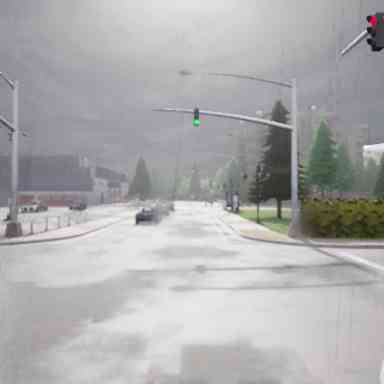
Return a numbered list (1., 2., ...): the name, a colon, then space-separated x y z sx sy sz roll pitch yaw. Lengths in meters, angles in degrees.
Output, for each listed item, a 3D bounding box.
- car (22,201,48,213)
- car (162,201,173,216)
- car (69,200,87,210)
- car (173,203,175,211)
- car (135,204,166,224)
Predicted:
1. car: -20.518 1.945 43.602 1.970 1.475 3.806 0 -1 0
2. car: -3.600 2.055 38.234 1.994 1.385 4.181 0 -1 0
3. car: -17.466 2.029 50.993 1.845 1.501 3.633 0 -1 0
4. car: -3.561 2.103 48.717 1.882 1.535 5.008 0 -1 0
5. car: -3.606 1.964 28.239 1.895 1.301 4.718 0 -1 0
